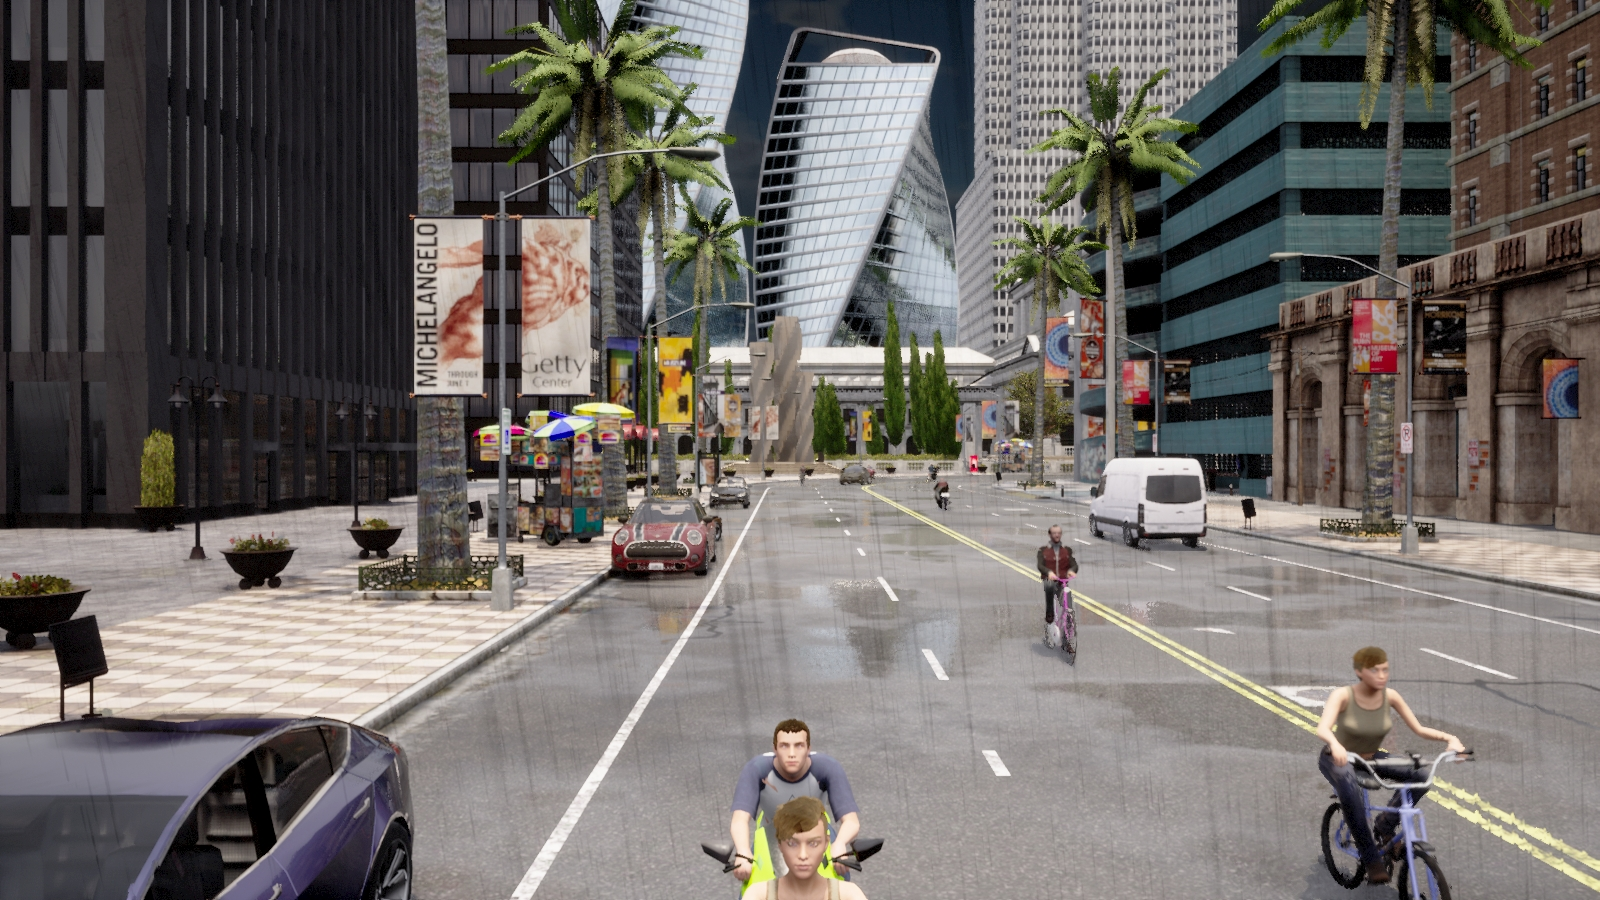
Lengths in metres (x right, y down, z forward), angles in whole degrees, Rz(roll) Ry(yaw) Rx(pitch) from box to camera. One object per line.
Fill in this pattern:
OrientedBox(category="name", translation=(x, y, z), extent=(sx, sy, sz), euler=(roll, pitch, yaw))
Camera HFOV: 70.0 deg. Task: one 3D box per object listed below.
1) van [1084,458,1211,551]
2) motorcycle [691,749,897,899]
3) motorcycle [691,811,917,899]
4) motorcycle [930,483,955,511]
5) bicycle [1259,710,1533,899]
OrientedBox(category="van", translation=(10.402, 1.533, 34.727), extent=(1.988, 2.561, 5.915), euler=(0, 0, -1))
OrientedBox(category="motorcycle", translation=(-0.023, 2.222, 5.455), extent=(0.803, 1.145, 2.033), euler=(-1, -3, 0))
OrientedBox(category="motorcycle", translation=(0.015, 2.173, 3.564), extent=(0.764, 1.277, 2.356), euler=(0, 2, -1))
OrientedBox(category="motorcycle", translation=(6.697, 2.204, 53.767), extent=(0.867, 1.251, 2.209), euler=(0, 0, -1))
OrientedBox(category="bicycle", translation=(3.495, 2.255, 6.871), extent=(0.859, 1.080, 1.487), euler=(0, -1, 0))
